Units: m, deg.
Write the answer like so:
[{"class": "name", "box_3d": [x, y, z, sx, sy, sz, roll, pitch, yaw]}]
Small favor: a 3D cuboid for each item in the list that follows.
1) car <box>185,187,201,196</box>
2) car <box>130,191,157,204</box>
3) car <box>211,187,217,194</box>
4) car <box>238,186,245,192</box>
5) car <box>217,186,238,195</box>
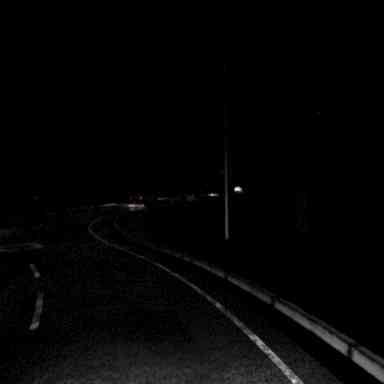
[{"class": "car", "box_3d": [0.121, -0.092, 63.393, 2.097, 1.767, 4.553, 0, -4, 23]}, {"class": "car", "box_3d": [-6.856, 0.703, 46.920, 2.097, 1.767, 4.553, 0, 2, 23]}, {"class": "car", "box_3d": [5.754, -0.299, 76.706, 2.128, 1.511, 4.902, 0, 2, 23]}, {"class": "car", "box_3d": [11.889, -0.764, 82.873, 1.812, 1.442, 4.674, 0, 2, 23]}, {"class": "car", "box_3d": [7.836, -0.235, 73.282, 2.128, 1.511, 4.902, 0, 2, 23]}]
